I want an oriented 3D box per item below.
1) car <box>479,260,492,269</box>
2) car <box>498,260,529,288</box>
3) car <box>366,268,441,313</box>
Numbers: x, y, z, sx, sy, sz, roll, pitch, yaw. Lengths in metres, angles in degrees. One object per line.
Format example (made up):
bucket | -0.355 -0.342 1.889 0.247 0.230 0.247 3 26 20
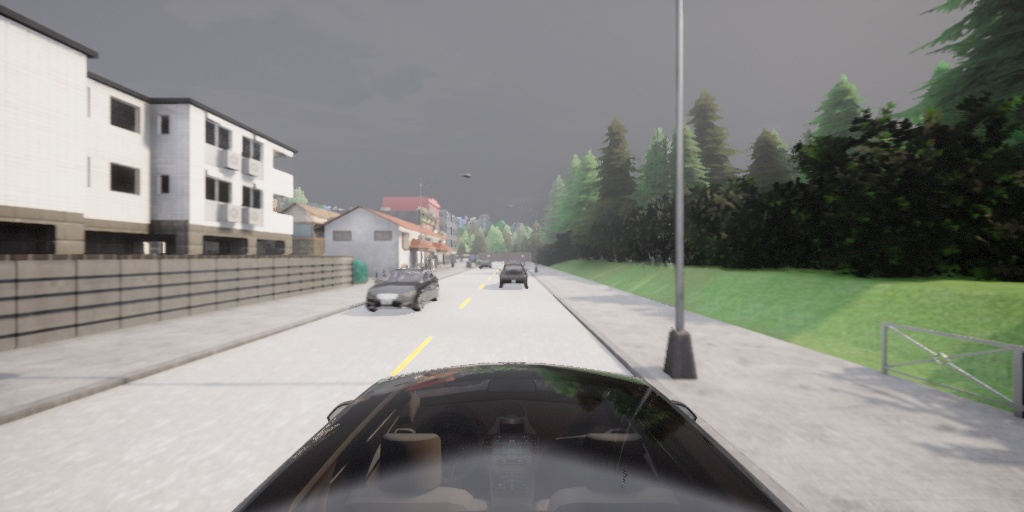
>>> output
car | -4.028 1.306 55.152 2.033 1.411 5.357 0 0 1
car | 0.108 1.260 24.098 1.837 1.490 4.892 0 0 0
car | -4.095 1.243 14.156 2.128 1.511 4.902 0 0 0
